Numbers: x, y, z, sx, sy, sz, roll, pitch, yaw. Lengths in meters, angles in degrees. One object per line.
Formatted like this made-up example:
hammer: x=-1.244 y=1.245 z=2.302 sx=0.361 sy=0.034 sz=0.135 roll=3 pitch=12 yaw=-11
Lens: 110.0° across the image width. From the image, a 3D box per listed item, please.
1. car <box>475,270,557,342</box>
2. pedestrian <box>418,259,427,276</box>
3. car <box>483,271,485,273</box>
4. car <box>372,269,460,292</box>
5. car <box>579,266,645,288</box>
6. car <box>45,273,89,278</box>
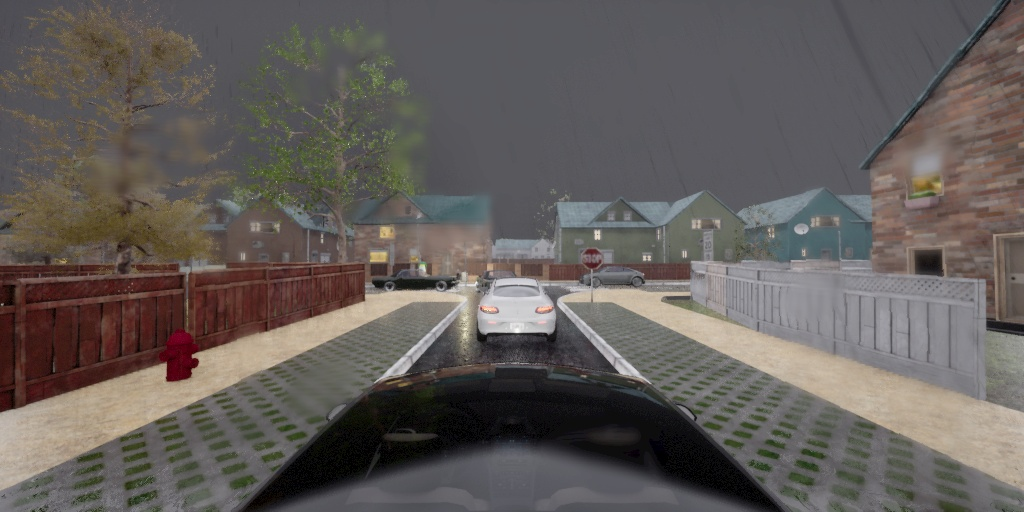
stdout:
car: x=0.106 y=1.279 z=9.685 sx=1.812 sy=1.442 sz=4.674 roll=0 pitch=0 yaw=0
pedestrian: x=-6.691 y=1.118 z=26.777 sx=0.375 sy=1.860 sz=0.375 roll=0 pitch=-1 yaw=1
car: x=-0.750 y=1.366 z=18.504 sx=1.895 sy=1.301 sz=4.718 roll=0 pitch=-1 yaw=-12
car: x=-5.475 y=1.416 z=20.891 sx=4.718 sy=1.301 sz=1.895 roll=-1 pitch=-1 yaw=1
car: x=6.547 y=1.344 z=23.677 sx=4.181 sy=1.385 sz=1.994 roll=0 pitch=-1 yaw=1
car: x=-25.600 y=1.632 z=21.169 sx=4.718 sy=1.301 sz=1.895 roll=-1 pitch=-1 yaw=1
